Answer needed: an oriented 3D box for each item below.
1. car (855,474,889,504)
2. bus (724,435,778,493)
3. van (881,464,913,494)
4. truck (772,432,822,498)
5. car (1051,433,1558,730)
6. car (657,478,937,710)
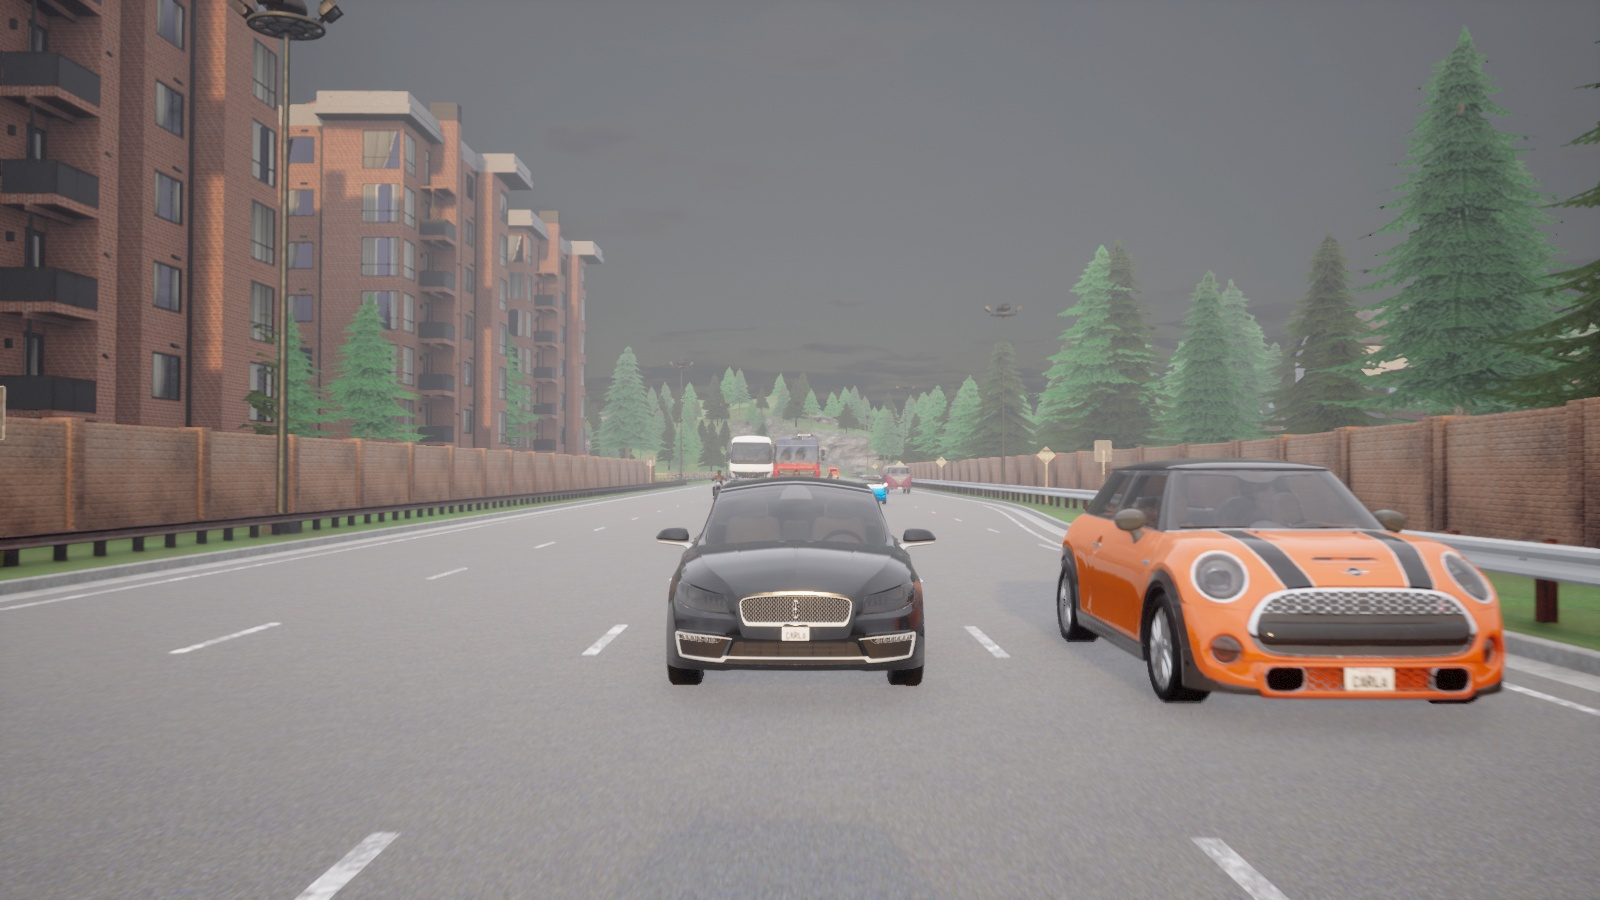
[{"bbox_3d":[3.356,1.842,58.931,1.481,1.376,2.207,0,-1,0],"label":"car"},{"bbox_3d":[-3.719,1.083,97.351,3.944,4.253,10.273,0,-1,-1],"label":"bus"},{"bbox_3d":[6.772,2.010,87.755,1.775,1.987,4.442,0,-1,-1],"label":"van"},{"bbox_3d":[-0.194,0.956,77.959,2.891,3.827,8.468,0,-1,0],"label":"truck"},{"bbox_3d":[3.475,0.823,9.797,2.097,1.767,4.553,0,-1,0],"label":"car"},{"bbox_3d":[-0.026,0.999,10.688,1.837,1.490,4.892,0,-1,0],"label":"car"}]
